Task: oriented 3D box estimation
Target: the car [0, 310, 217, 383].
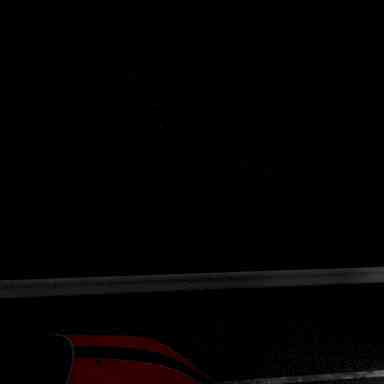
[{"bbox_3d":[-1.848,1.352,1.669,4.553,1.767,2.097,0,0,-6],"label":"car"}]
